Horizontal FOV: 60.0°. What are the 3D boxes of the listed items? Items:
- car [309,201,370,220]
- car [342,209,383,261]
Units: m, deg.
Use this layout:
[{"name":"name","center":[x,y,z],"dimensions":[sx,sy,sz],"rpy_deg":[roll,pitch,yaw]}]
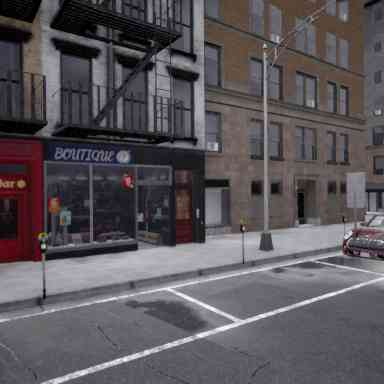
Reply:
[{"name":"car","center":[13.916,1.665,31.696],"dimensions":[1.882,1.535,5.008],"rpy_deg":[-1,0,-37]},{"name":"car","center":[7.036,1.442,11.586],"dimensions":[4.097,1.590,1.967],"rpy_deg":[0,-1,-36]}]
